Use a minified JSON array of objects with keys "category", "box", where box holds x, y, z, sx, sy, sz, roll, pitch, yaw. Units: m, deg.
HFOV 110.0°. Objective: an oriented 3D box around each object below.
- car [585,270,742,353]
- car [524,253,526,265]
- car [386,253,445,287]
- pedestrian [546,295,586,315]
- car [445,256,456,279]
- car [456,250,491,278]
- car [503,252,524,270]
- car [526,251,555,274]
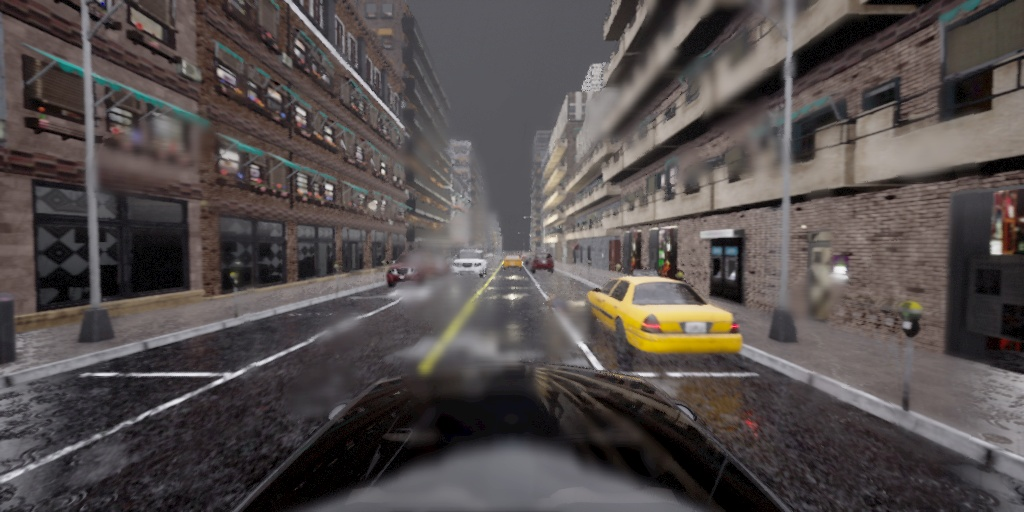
[{"category":"car","box":[3.000,1.098,8.417,1.801,1.575,5.366,0,1,0]},{"category":"car","box":[2.694,0.555,49.435,1.948,1.339,4.313,0,0,0]},{"category":"car","box":[-5.690,0.753,21.152,2.192,1.841,5.009,0,0,0]},{"category":"pedestrian","box":[2.016,1.646,11.761,1.860,0.375,0.375,0,-32,17]},{"category":"car","box":[-5.689,0.788,26.815,1.967,1.591,4.097,0,0,0]},{"category":"car","box":[-3.091,0.562,27.441,2.150,2.045,5.566,0,1,0]},{"category":"car","box":[0.093,0.634,38.894,1.882,1.535,5.008,0,1,0]},{"category":"car","box":[2.692,0.573,32.446,2.192,1.841,5.009,0,0,0]}]
